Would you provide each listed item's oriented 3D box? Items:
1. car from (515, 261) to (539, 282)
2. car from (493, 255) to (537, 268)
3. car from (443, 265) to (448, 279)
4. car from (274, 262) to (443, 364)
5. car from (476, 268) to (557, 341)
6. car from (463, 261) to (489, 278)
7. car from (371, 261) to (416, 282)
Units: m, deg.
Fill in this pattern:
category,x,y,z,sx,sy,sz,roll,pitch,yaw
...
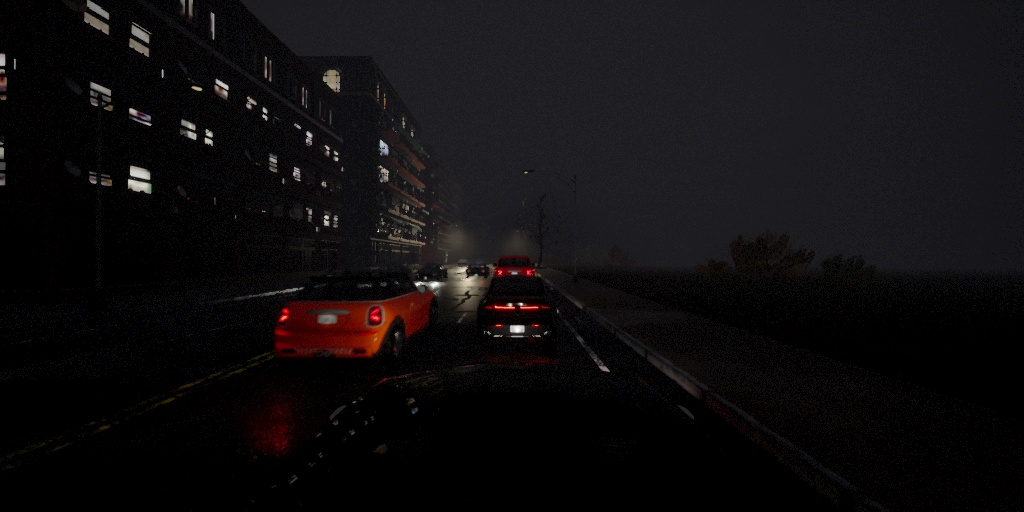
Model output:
category,x,y,z,sx,sy,sz,roll,pitch,yaw
car,1.177,1.209,30.568,1.801,1.575,5.366,0,0,0
car,0.125,0.975,20.161,2.150,2.045,5.566,0,0,0
car,-6.563,1.301,29.882,2.033,1.411,5.357,0,0,0
car,-3.140,1.103,8.240,2.097,1.767,4.553,0,0,0
car,0.113,1.256,9.814,1.837,1.490,4.892,0,0,0
car,-3.107,1.354,33.353,1.895,1.301,4.718,0,0,0
car,-9.812,1.245,30.139,2.128,1.511,4.902,0,0,0
